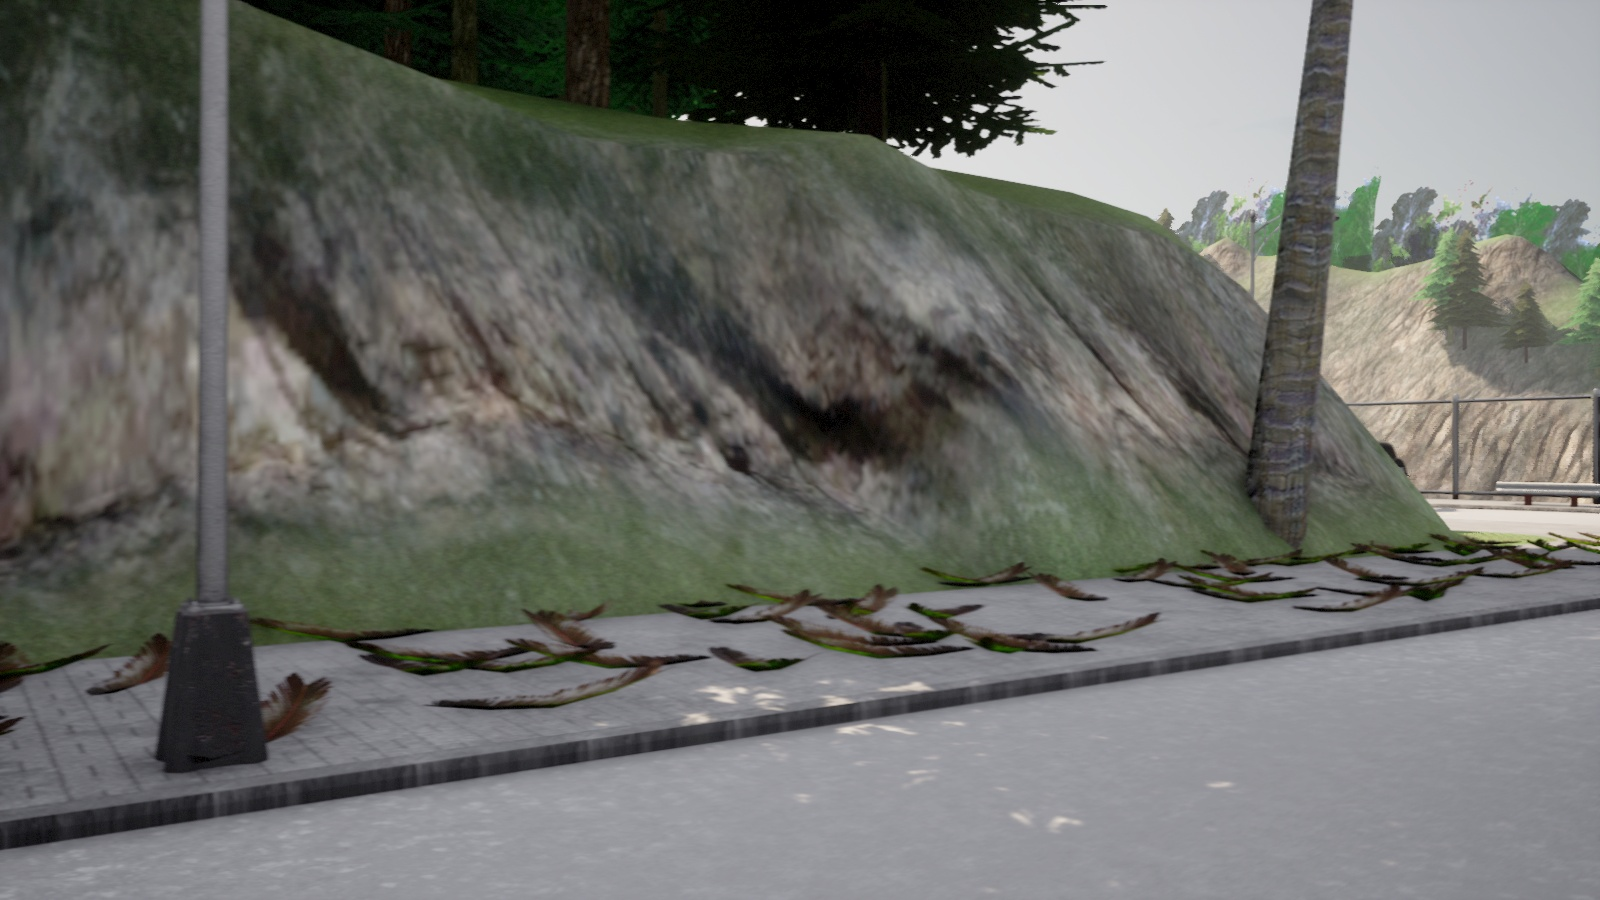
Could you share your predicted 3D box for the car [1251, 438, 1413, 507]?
[{"bbox_3d":[15.226,0.618,36.084,1.905,1.878,3.866,0,0,-35],"label":"car"}]
